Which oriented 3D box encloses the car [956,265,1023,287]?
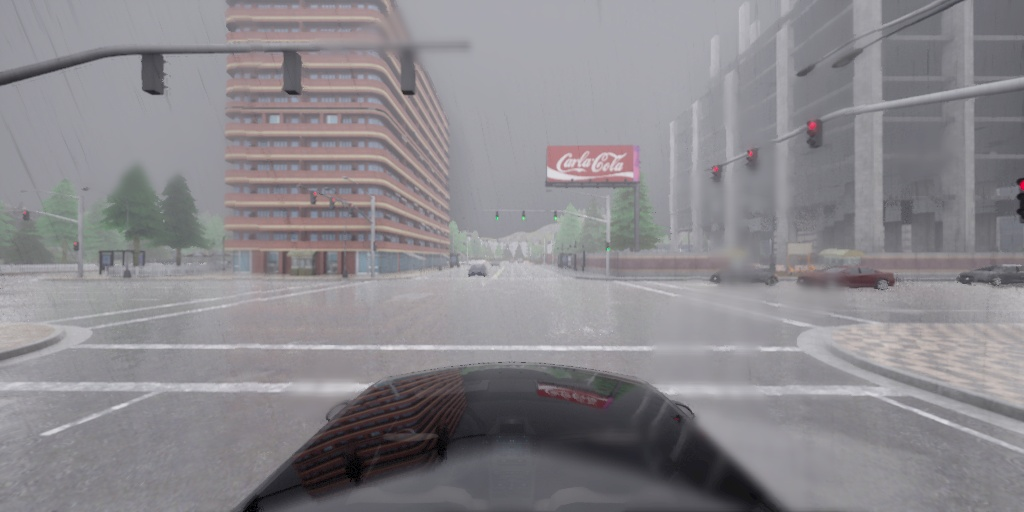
[{"bbox_3d":[35.160,1.397,25.813,4.892,1.490,1.837,0,0,0],"label":"car"}]

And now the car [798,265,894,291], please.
[{"bbox_3d":[20.727,1.349,22.388,5.008,1.535,1.882,0,0,0],"label":"car"}]

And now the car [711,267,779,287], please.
[{"bbox_3d":[16.761,1.456,25.906,4.181,1.385,1.994,0,0,0],"label":"car"}]

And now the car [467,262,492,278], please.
[{"bbox_3d":[-3.532,1.544,38.102,2.033,1.411,5.357,0,0,0],"label":"car"}]
